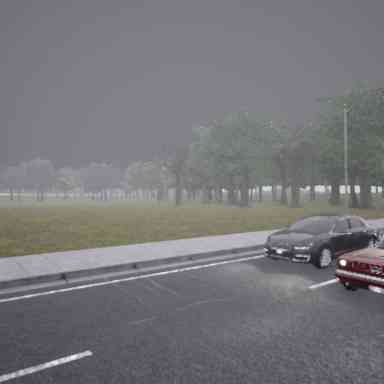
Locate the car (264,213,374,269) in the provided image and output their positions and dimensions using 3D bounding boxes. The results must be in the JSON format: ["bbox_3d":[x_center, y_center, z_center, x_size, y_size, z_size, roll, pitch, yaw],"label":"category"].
[{"bbox_3d":[4.517,1.510,11.276,4.892,1.490,1.837,0,0,-37],"label":"car"}]

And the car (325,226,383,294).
[{"bbox_3d":[5.394,1.608,7.867,4.718,1.301,1.895,0,0,-37],"label":"car"}]
